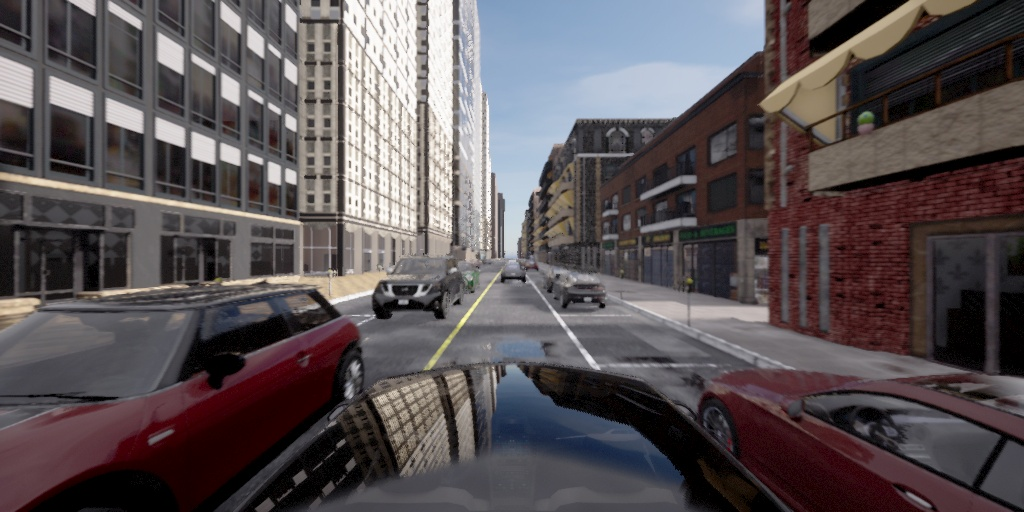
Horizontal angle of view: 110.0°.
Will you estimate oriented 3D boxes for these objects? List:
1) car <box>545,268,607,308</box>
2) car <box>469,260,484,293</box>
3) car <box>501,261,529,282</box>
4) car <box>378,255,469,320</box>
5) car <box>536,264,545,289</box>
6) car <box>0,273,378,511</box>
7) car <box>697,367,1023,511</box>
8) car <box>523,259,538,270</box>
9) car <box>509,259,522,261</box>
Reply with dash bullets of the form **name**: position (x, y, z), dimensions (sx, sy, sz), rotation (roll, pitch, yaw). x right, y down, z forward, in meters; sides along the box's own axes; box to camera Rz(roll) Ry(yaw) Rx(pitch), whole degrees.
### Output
- **car**: position (2.691, 1.304, 14.913), dimensions (2.007, 1.370, 4.403), rotation (0, 0, 0)
- **car**: position (-2.998, 1.107, 20.595), dimensions (2.097, 1.767, 4.553), rotation (0, 0, 0)
- **car**: position (0.100, 1.323, 28.887), dimensions (1.994, 1.385, 4.181), rotation (0, 0, 0)
- **car**: position (-3.092, 0.976, 13.030), dimensions (2.150, 2.045, 5.566), rotation (0, 0, 0)
- **car**: position (2.692, 1.306, 20.561), dimensions (2.007, 1.370, 4.403), rotation (0, 0, 0)
- **car**: position (-3.095, 1.102, 3.084), dimensions (2.097, 1.767, 4.553), rotation (0, 0, 0)
- **car**: position (2.741, 1.332, 1.996), dimensions (1.802, 1.307, 4.207), rotation (0, 0, 0)
- **car**: position (2.692, 1.353, 48.804), dimensions (1.802, 1.307, 4.207), rotation (0, 0, 0)
- **car**: position (0.092, 1.295, 48.006), dimensions (1.812, 1.442, 4.674), rotation (0, 0, 0)
